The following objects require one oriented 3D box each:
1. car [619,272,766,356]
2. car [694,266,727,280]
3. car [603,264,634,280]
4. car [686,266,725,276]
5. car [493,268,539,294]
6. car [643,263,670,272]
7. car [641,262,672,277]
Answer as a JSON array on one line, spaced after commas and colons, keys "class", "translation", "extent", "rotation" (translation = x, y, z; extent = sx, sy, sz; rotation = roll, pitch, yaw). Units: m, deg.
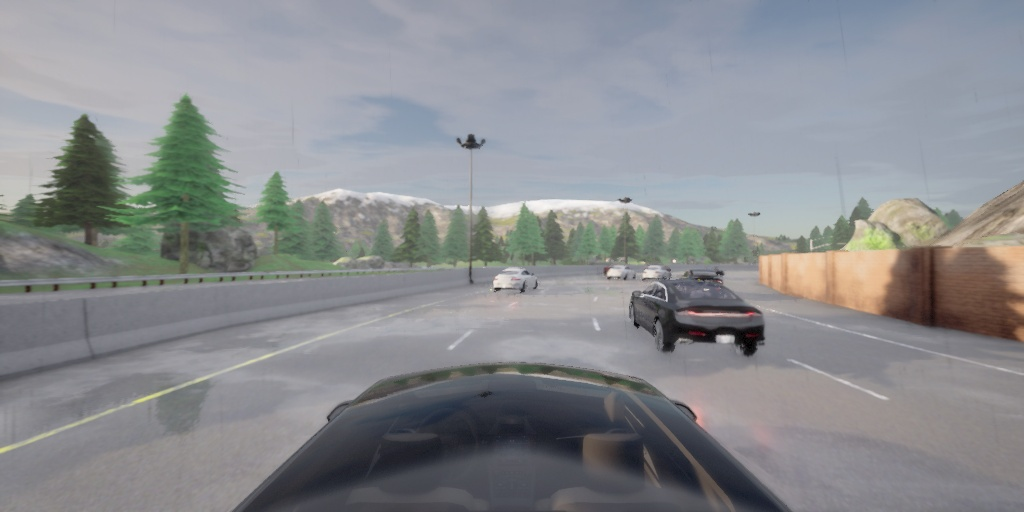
[{"class": "car", "translation": [4.252, 1.338, 8.994], "extent": [2.128, 1.511, 4.902], "rotation": [0, -1, 8]}, {"class": "car", "translation": [21.705, 1.793, 39.067], "extent": [2.033, 1.411, 5.357], "rotation": [0, -1, 41]}, {"class": "car", "translation": [11.200, 1.699, 36.684], "extent": [1.812, 1.442, 4.674], "rotation": [0, -1, 35]}, {"class": "car", "translation": [10.588, 1.497, 20.191], "extent": [1.837, 1.490, 4.892], "rotation": [-1, -1, 20]}, {"class": "car", "translation": [0.299, 1.499, 22.501], "extent": [1.812, 1.442, 4.674], "rotation": [0, -1, 19]}, {"class": "car", "translation": [14.034, 1.690, 34.751], "extent": [1.812, 1.442, 4.674], "rotation": [-1, -1, 35]}, {"class": "car", "translation": [18.409, 1.652, 45.592], "extent": [2.097, 1.767, 4.553], "rotation": [0, -1, 43]}]
